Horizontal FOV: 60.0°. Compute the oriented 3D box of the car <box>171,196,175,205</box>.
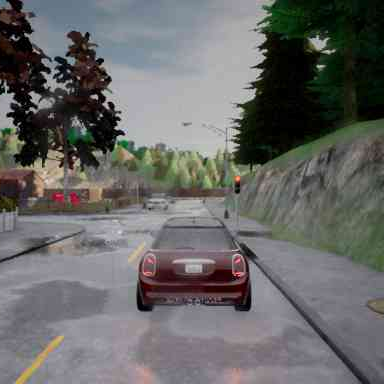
[{"bbox_3d":[-4.066,1.491,60.198,2.128,1.511,4.902,0,0,0],"label":"car"}]

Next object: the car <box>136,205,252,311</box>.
[{"bbox_3d":[0.055,1.352,7.910,2.097,1.767,4.553,0,0,1],"label":"car"}]

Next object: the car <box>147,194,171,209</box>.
[{"bbox_3d":[-4.098,1.221,40.765,2.150,2.045,5.566,0,0,0],"label":"car"}]
